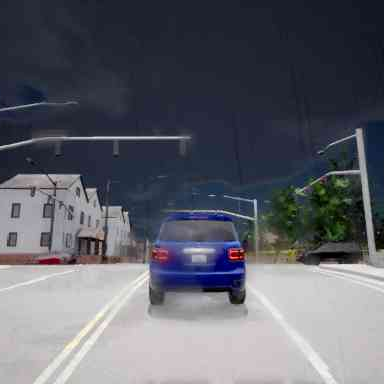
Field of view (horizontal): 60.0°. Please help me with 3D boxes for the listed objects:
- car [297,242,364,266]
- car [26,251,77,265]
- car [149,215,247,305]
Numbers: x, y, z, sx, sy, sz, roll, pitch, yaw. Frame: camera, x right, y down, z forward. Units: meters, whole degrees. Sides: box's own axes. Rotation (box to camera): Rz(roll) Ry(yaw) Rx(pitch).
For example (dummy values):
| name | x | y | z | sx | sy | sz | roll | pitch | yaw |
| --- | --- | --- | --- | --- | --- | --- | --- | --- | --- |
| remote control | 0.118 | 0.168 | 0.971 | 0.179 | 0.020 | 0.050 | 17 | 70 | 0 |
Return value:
| name | x | y | z | sx | sy | sz | roll | pitch | yaw |
| --- | --- | --- | --- | --- | --- | --- | --- | --- | --- |
| car | 12.245 | 5.544 | 29.680 | 5.566 | 2.045 | 2.150 | 0 | -12 | 1 |
| car | -12.592 | 6.072 | 29.904 | 4.181 | 1.385 | 1.994 | -6 | -12 | 0 |
| car | 0.087 | 1.762 | 9.322 | 2.150 | 2.045 | 5.566 | 0 | -7 | -1 |
